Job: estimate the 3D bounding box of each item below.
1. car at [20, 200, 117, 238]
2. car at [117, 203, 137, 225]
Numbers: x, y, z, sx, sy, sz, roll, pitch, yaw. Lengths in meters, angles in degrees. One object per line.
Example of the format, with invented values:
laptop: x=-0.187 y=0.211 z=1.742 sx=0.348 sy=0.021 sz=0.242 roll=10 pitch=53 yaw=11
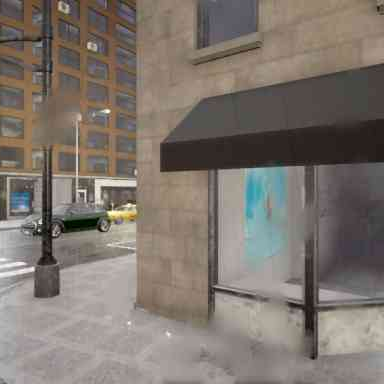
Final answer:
car: x=-6.626 y=1.366 z=17.807 sx=2.097 sy=1.767 sz=4.553 roll=0 pitch=0 yaw=36
car: x=-4.825 y=1.548 z=24.633 sx=1.752 sy=1.417 sz=4.829 roll=0 pitch=0 yaw=36
